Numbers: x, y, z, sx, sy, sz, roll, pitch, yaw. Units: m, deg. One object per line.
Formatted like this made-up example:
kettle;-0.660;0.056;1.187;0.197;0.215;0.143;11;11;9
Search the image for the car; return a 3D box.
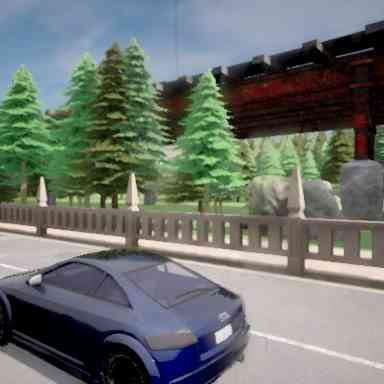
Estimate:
car;-1.272;1.554;4.901;4.181;1.385;1.994;0;0;35
